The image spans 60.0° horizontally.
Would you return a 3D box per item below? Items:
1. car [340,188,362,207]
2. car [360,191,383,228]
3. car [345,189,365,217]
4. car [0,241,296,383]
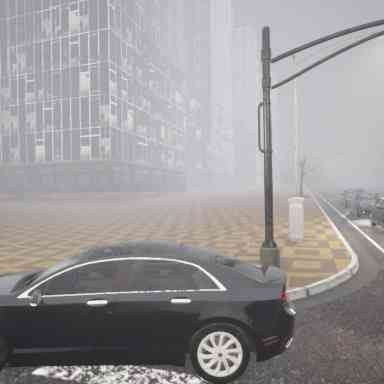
[{"bbox_3d":[13.077,0.454,26.757,2.128,1.511,4.902,-1,2,18],"label":"car"},{"bbox_3d":[9.030,0.928,14.400,2.128,1.511,4.902,-1,2,18],"label":"car"},{"bbox_3d":[11.081,0.759,20.694,1.994,1.385,4.181,-1,2,17],"label":"car"},{"bbox_3d":[-1.062,1.505,4.767,4.892,1.490,1.837,0,0,0],"label":"car"}]
